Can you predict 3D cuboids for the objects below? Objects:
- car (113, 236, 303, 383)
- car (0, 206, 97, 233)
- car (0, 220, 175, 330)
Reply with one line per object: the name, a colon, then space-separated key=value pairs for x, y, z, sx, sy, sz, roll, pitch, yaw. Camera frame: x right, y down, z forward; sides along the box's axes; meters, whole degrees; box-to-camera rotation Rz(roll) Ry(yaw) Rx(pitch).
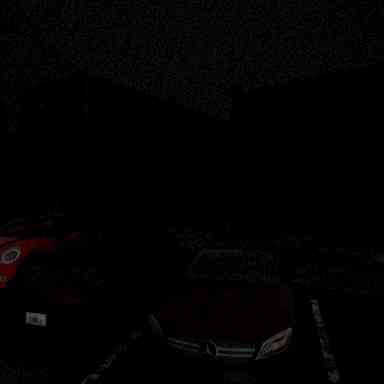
car: x=0.775 y=1.526 z=5.539 sx=2.002 sy=1.452 sz=4.674 roll=1 pitch=-1 yaw=16
car: x=-4.093 y=1.363 z=9.067 sx=2.185 sy=1.767 sz=4.553 roll=1 pitch=-1 yaw=16
car: x=-1.674 y=1.516 z=7.258 sx=2.163 sy=1.488 sz=4.792 roll=1 pitch=-1 yaw=16
